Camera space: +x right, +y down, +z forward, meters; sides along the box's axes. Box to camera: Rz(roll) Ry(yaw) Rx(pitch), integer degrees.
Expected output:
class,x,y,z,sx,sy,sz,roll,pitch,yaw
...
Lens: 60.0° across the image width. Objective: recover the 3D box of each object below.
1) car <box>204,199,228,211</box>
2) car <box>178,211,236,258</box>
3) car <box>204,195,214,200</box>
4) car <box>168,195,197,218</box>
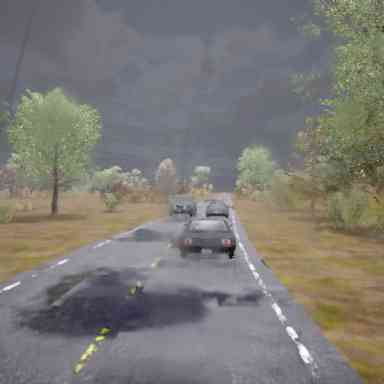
class,x,y,z,sx,sy,sz,roll,pitch,yaw
car,2.285,1.609,29.963,1.994,1.385,4.181,0,0,6
car,0.634,1.622,12.851,1.895,1.301,4.718,0,0,4
car,3.735,1.420,72.252,2.097,1.767,4.553,0,0,6
car,-0.775,1.267,31.464,2.150,2.045,5.566,0,0,6
